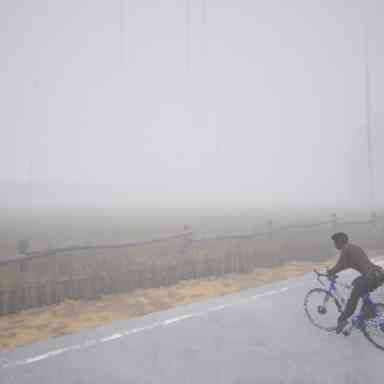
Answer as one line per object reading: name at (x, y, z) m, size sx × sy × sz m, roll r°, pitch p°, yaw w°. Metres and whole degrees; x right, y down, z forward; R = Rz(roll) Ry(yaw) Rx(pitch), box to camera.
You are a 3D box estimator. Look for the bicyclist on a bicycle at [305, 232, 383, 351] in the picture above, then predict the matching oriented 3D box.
bicyclist on a bicycle at (2.414, 1.453, 5.044) m, size 0.582 × 1.620 × 1.656 m, roll 0°, pitch -1°, yaw -37°
